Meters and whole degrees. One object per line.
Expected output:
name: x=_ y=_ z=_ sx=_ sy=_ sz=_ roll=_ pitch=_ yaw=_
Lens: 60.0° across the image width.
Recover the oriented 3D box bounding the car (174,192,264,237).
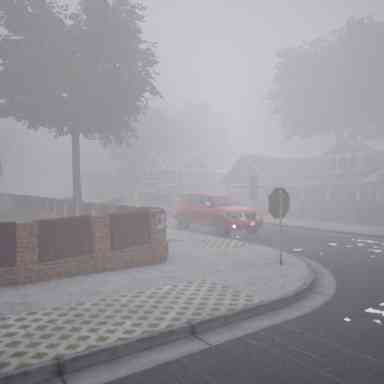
car: x=1.204 y=1.068 z=17.518 sx=2.150 sy=2.045 sz=5.566 roll=0 pitch=1 yaw=-35

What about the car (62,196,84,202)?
car: x=-14.229 y=1.133 z=39.266 sx=1.895 sy=1.301 sz=4.718 roll=0 pitch=1 yaw=-35

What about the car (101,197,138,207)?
car: x=-6.152 y=1.189 z=27.882 sx=2.128 sy=1.511 sz=4.902 roll=0 pitch=1 yaw=-35
